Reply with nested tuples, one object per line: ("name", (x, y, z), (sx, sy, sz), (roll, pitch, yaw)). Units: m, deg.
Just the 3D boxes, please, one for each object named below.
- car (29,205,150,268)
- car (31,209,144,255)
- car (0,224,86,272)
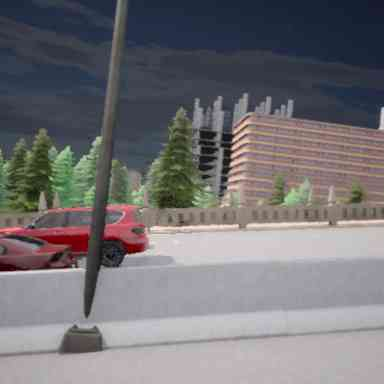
("car", (-4.300, 1.537, 11.678), (5.566, 2.045, 2.150), (-1, -1, -7))
("car", (-4.560, 1.738, 15.176), (4.553, 1.767, 2.097), (-1, -1, -6))
("car", (-5.422, 1.753, 8.032), (5.008, 1.535, 1.882), (-1, -1, -6))
